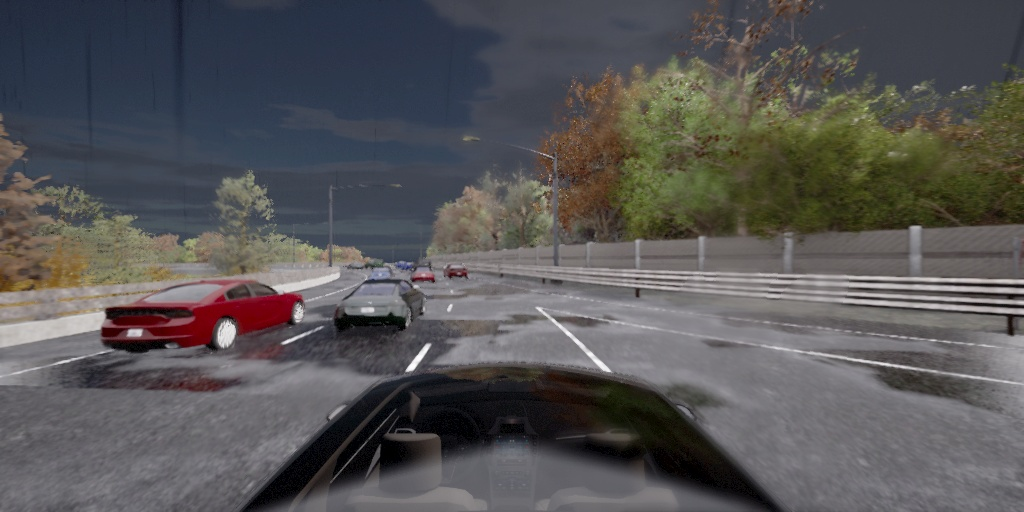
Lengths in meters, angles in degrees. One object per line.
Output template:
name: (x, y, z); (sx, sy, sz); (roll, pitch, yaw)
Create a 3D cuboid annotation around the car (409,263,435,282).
car: (-8.065, 1.615, 32.414); (1.994, 1.385, 4.181); (0, 0, -16)

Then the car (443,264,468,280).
car: (-5.862, 1.549, 36.772); (1.882, 1.535, 5.008); (0, 0, -19)

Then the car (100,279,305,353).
car: (-7.350, 1.336, 9.306); (1.882, 1.535, 5.008); (0, 0, -4)

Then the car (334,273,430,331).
car: (-4.013, 1.419, 11.514); (1.994, 1.385, 4.181); (0, 0, -5)

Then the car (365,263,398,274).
car: (-11.176, 1.606, 30.894); (2.033, 1.411, 5.357); (0, 0, -16)

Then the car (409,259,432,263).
car: (-13.961, 1.499, 55.669); (2.150, 2.045, 5.566); (0, -1, -28)
